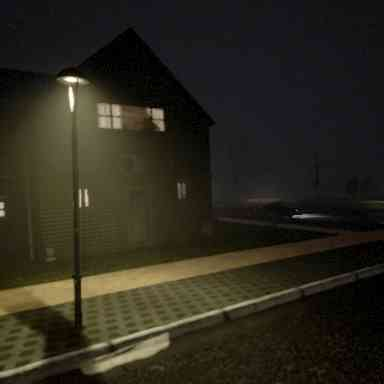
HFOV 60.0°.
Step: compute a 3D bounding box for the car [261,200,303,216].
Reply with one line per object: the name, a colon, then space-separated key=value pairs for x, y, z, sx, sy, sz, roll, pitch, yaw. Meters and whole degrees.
car: x=8.655 y=1.507 z=32.242 sx=1.994 sy=1.385 sz=4.181 roll=-4 pitch=2 yaw=-29
